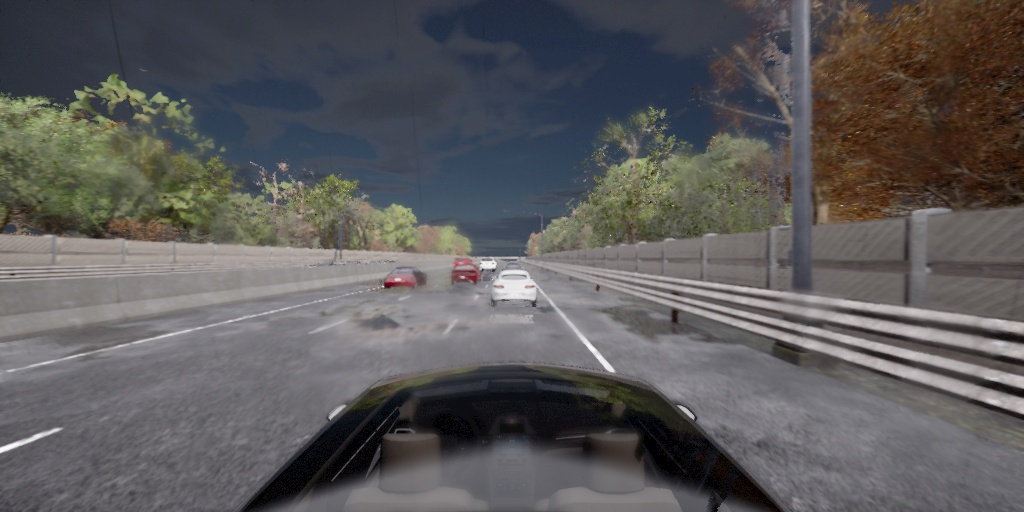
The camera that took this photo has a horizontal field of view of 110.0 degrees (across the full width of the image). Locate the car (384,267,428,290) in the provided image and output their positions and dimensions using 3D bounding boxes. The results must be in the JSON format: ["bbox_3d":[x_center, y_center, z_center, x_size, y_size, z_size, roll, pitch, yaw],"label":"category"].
[{"bbox_3d":[-6.891,1.401,23.663,1.994,1.385,4.181,0,0,0],"label":"car"}]

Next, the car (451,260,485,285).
[{"bbox_3d":[-3.391,1.334,27.320,1.882,1.535,5.008,0,0,0],"label":"car"}]

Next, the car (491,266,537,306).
[{"bbox_3d":[0.096,1.334,15.940,1.812,1.442,4.674,0,0,0],"label":"car"}]

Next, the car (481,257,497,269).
[{"bbox_3d":[-3.376,1.194,51.139,2.150,2.045,5.566,0,0,0],"label":"car"}]

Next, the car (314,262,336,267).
[{"bbox_3d":[-24.523,1.500,47.541,1.994,1.385,4.181,0,0,1],"label":"car"}]

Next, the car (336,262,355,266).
[{"bbox_3d":[-21.024,1.504,47.700,1.994,1.385,4.181,0,0,1],"label":"car"}]

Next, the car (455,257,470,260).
[{"bbox_3d":[-6.875,1.189,50.741,2.150,2.045,5.566,0,0,0],"label":"car"}]

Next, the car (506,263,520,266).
[{"bbox_3d":[0.126,1.449,36.155,2.033,1.411,5.357,0,0,0],"label":"car"}]

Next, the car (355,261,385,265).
[{"bbox_3d":[-17.545,1.425,45.744,2.128,1.511,4.902,0,0,0],"label":"car"}]
